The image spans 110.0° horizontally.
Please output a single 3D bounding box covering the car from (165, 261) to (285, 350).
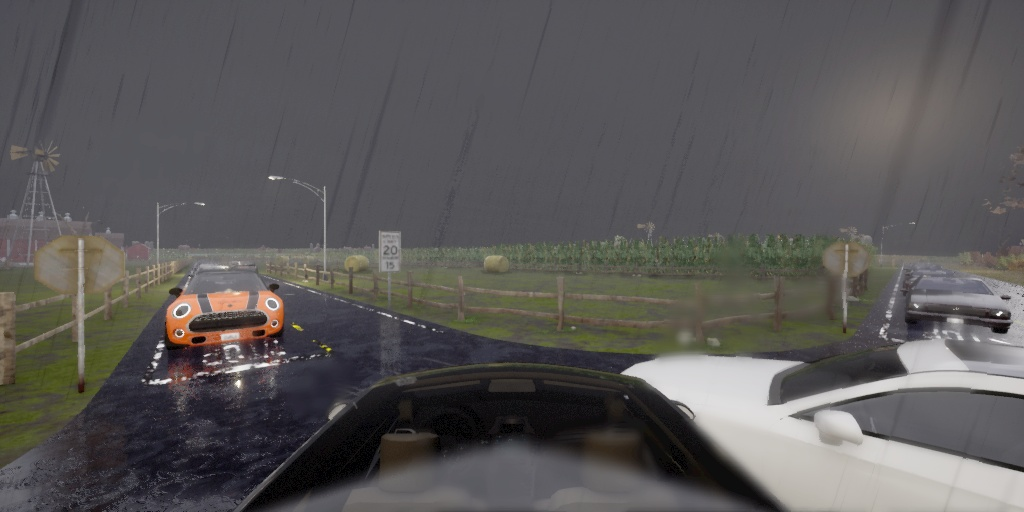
[{"bbox_3d":[-7.471,1.138,9.432,2.097,1.767,4.553,0,0,-39],"label":"car"}]

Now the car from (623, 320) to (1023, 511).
[{"bbox_3d":[2.859,1.293,2.226,1.812,1.442,4.674,0,1,-43],"label":"car"}]

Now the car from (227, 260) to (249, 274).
[{"bbox_3d":[-33.237,1.273,43.379,1.837,1.490,4.892,0,0,-41],"label":"car"}]

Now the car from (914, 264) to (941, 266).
[{"bbox_3d":[28.675,1.307,24.803,4.902,1.511,2.128,0,1,-42],"label":"car"}]

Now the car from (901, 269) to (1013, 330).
[{"bbox_3d":[13.635,1.334,11.180,5.357,1.411,2.033,0,1,-42],"label":"car"}]

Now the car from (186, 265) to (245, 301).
[{"bbox_3d":[-15.514,1.267,18.739,2.128,1.511,4.902,0,0,-41],"label":"car"}]

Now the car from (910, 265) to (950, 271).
[{"bbox_3d":[21.039,1.363,17.892,4.181,1.385,1.994,0,1,-43],"label":"car"}]
